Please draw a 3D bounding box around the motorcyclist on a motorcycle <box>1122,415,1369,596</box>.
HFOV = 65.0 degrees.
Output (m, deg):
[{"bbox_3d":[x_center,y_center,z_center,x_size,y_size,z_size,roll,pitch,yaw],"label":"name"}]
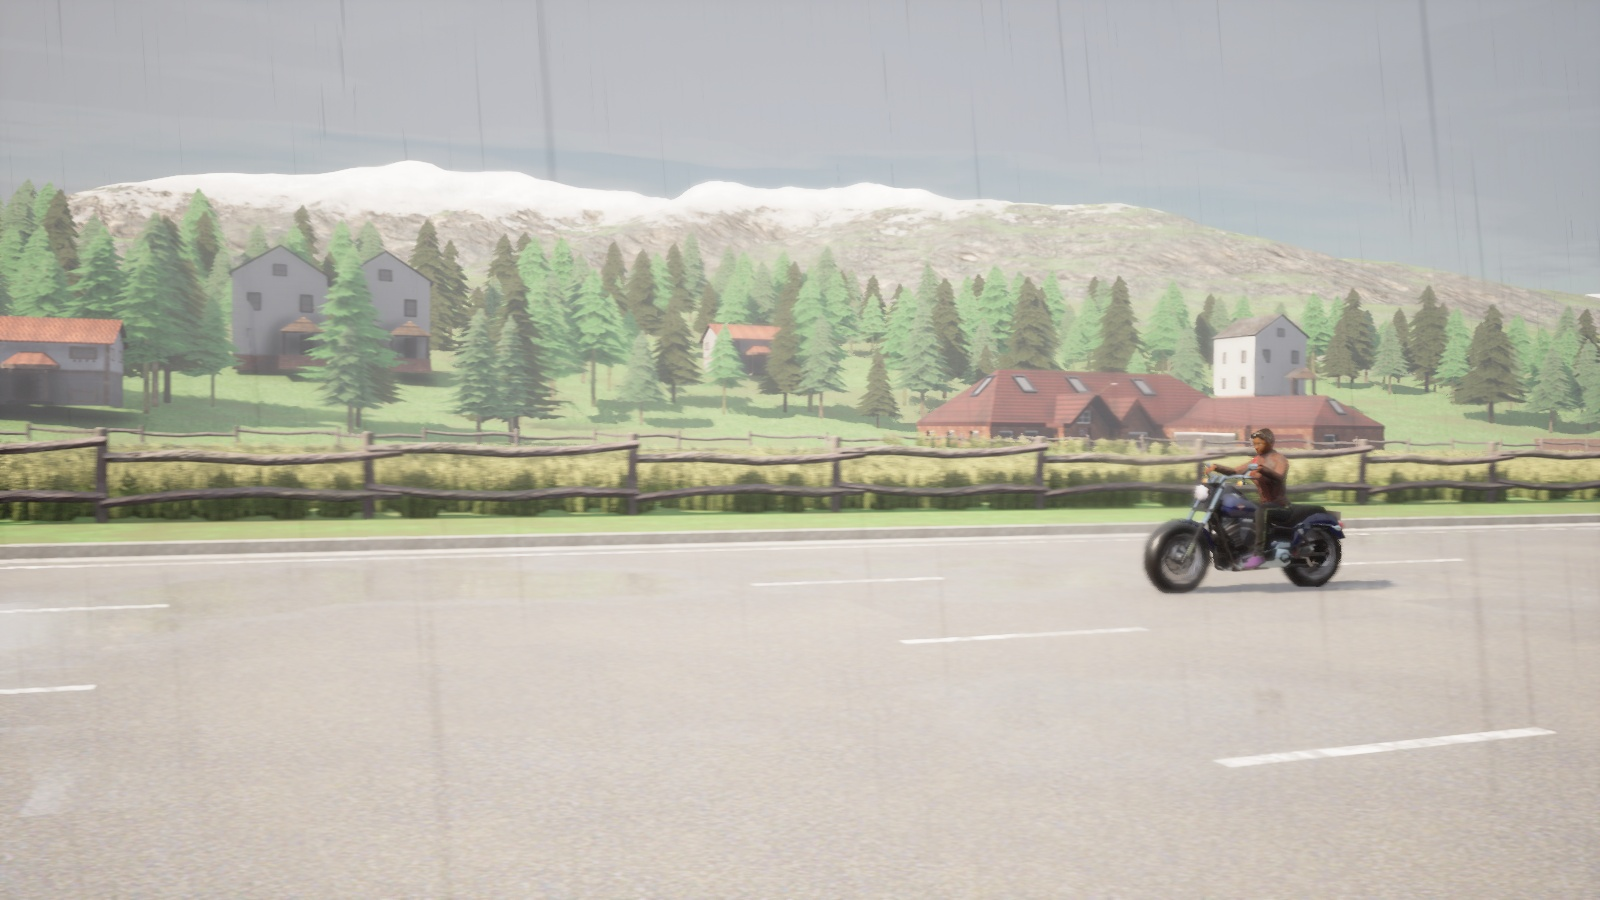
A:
[{"bbox_3d":[4.405,0.497,12.392,2.350,1.649,0.766,-1,1,-21],"label":"motorcyclist on a motorcycle"}]
